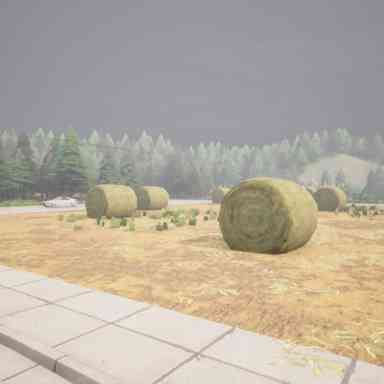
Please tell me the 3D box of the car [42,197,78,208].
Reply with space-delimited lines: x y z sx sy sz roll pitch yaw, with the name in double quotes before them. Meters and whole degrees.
"car" -17.628 1.386 44.580 1.812 1.442 4.674 0 0 36
